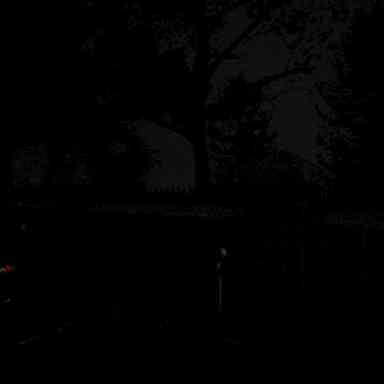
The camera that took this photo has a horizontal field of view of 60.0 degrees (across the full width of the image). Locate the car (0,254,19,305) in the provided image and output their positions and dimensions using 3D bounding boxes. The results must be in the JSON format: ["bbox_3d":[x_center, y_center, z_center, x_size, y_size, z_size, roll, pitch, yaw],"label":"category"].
[{"bbox_3d":[-5.258,1.513,6.670,4.507,1.381,1.887,0,0,36],"label":"car"}]
